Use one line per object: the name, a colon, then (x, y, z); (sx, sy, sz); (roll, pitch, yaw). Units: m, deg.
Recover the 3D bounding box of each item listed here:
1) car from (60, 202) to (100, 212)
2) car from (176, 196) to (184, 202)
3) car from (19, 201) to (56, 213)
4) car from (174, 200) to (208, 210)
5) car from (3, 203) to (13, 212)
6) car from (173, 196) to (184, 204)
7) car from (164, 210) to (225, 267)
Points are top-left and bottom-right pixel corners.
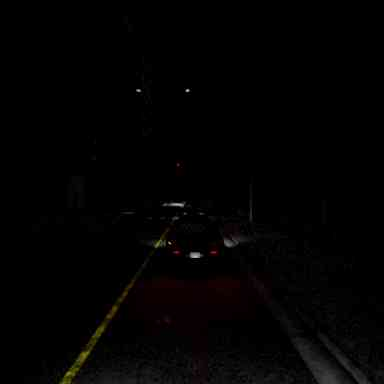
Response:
car: (-14.415, 1.838, 42.838); (4.829, 1.417, 1.752); (-1, 0, 0)
car: (-3.041, 1.802, 87.185); (1.994, 1.385, 4.181); (0, 0, 0)
car: (-19.869, 1.912, 42.805); (4.507, 1.381, 1.887); (-1, 0, 0)
car: (0.091, 1.573, 23.048); (2.128, 1.511, 4.902); (0, 0, 1)
car: (-25.663, 1.951, 42.769); (4.829, 1.417, 1.752); (-1, 0, 0)
car: (-3.035, 1.746, 71.585); (2.128, 1.511, 4.902); (0, 0, 0)
car: (0.090, 1.568, 11.433); (1.812, 1.442, 4.674); (0, 0, 0)
